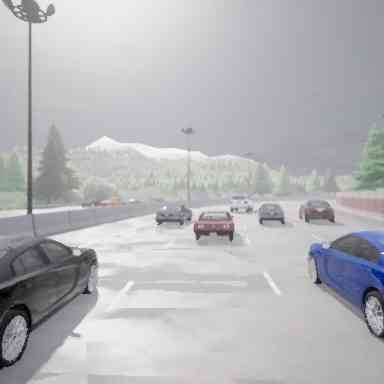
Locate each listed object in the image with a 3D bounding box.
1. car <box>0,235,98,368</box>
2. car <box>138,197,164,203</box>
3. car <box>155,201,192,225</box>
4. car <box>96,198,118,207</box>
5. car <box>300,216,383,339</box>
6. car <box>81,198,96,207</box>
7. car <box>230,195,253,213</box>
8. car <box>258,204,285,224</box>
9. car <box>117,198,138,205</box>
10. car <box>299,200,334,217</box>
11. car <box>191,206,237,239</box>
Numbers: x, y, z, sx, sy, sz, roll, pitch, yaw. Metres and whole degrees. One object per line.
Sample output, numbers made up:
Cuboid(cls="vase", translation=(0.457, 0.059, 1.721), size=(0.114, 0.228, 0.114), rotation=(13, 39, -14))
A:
Cuboid(cls="car", translation=(-3.186, 1.494, 5.818), size=(1.882, 1.535, 5.008), rotation=(0, 0, 2))
Cuboid(cls="car", translation=(-5.708, 1.551, 49.657), size=(2.097, 1.767, 4.553), rotation=(0, 0, 19))
Cuboid(cls="car", translation=(-1.212, 1.615, 24.560), size=(2.033, 1.411, 5.357), rotation=(0, 0, 10))
Cuboid(cls="car", translation=(-12.342, 1.635, 51.890), size=(1.882, 1.535, 5.008), rotation=(0, 0, 19))
Cuboid(cls="car", translation=(3.840, 1.496, 6.582), size=(1.882, 1.535, 5.008), rotation=(0, 0, 2))
Cuboid(cls="car", translation=(-15.646, 1.693, 53.045), size=(1.837, 1.490, 4.892), rotation=(0, 0, 19))
Cuboid(cls="car", translation=(5.990, 1.330, 39.779), size=(2.150, 2.045, 5.566), rotation=(0, 0, 17))
Cuboid(cls="car", translation=(6.104, 1.618, 25.710), size=(2.033, 1.411, 5.357), rotation=(0, 0, 11))
Cuboid(cls="car", translation=(-9.027, 1.747, 50.767), size=(1.994, 1.385, 4.181), rotation=(0, 0, 19))
Cuboid(cls="car", translation=(9.949, 1.426, 26.788), size=(2.097, 1.767, 4.553), rotation=(0, 0, 11))
Cuboid(cls="car", translation=(1.273, 1.649, 17.534), size=(1.895, 1.301, 4.718), rotation=(0, 0, 7))
